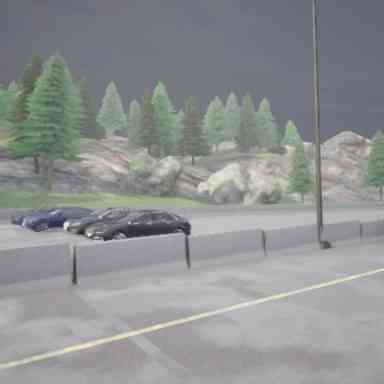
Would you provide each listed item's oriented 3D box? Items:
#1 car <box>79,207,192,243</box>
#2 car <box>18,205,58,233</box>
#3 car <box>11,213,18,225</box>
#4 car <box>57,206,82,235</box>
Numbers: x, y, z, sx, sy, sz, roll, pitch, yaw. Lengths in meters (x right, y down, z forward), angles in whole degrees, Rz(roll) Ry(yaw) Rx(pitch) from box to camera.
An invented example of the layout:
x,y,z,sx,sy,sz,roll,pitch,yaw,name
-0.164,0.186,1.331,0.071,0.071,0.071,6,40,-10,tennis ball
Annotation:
x,y,z,sx,sy,sz,roll,pitch,yaw,name
-2.300,1.585,15.226,4.892,1.490,1.837,1,-1,-35,car
-7.589,1.586,20.058,4.674,1.442,1.812,1,-1,-35,car
-9.941,1.619,22.680,4.181,1.385,1.994,1,0,-35,car
-4.334,1.570,18.074,4.902,1.511,2.128,1,-1,-35,car
